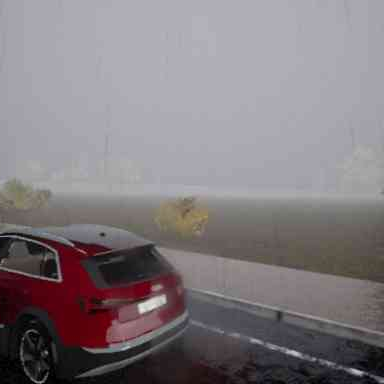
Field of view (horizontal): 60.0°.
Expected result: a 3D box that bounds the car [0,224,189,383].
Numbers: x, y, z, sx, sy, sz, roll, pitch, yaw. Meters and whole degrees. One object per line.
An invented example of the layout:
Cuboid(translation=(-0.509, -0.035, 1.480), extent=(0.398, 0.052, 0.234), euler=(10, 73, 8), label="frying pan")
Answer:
Cuboid(translation=(-2.294, 1.312, 5.191), extent=(4.856, 1.649, 2.033), euler=(2, 1, 35), label="car")
